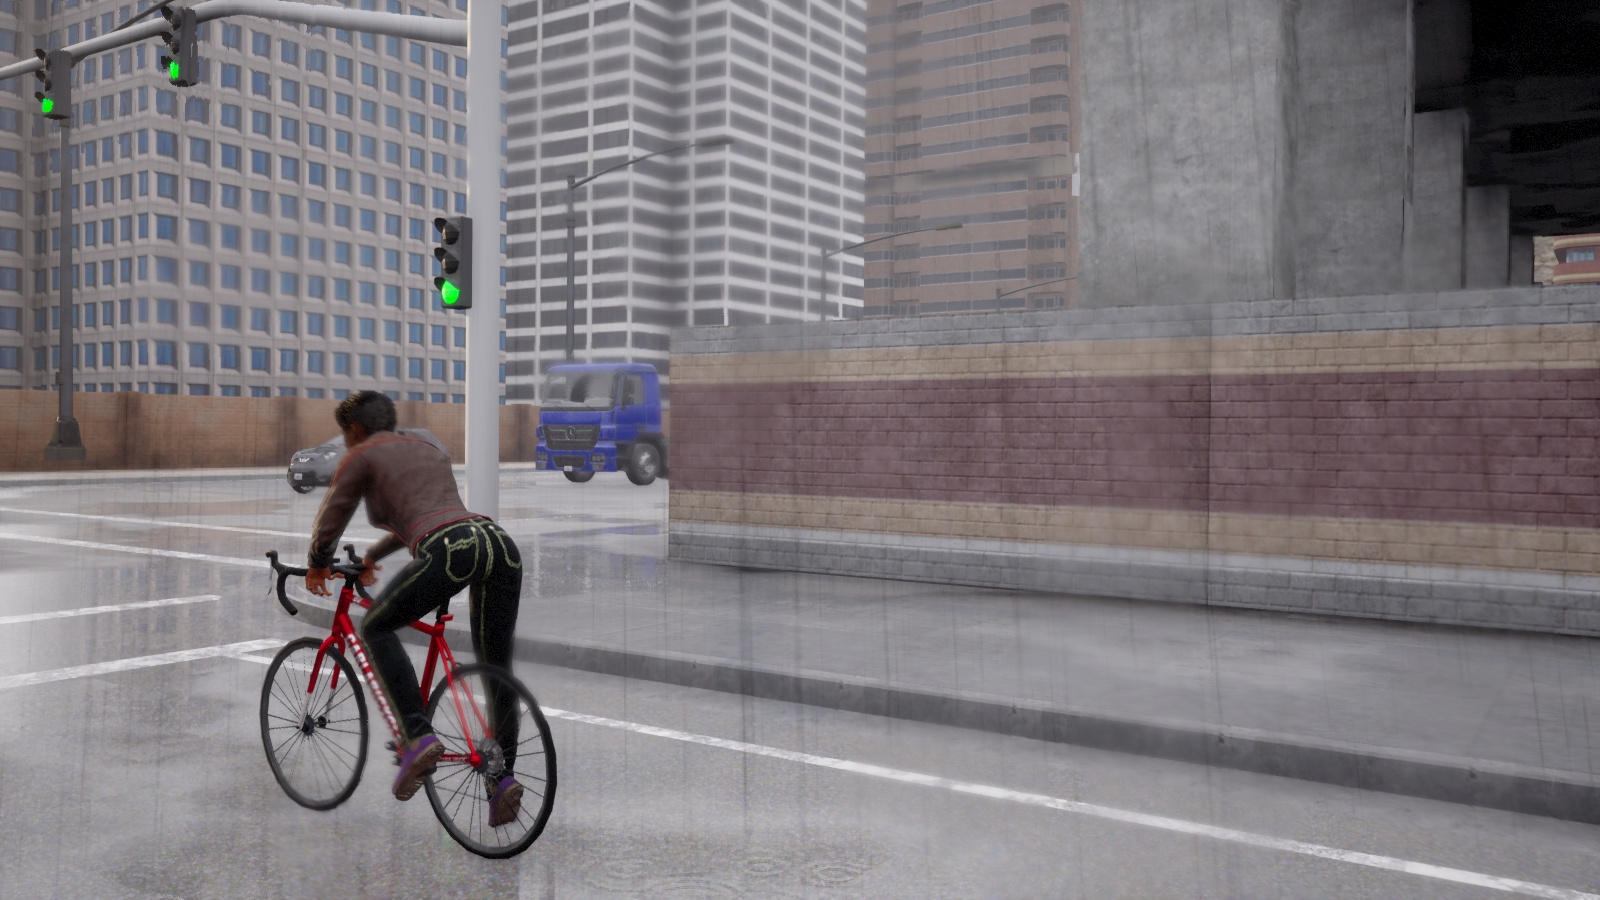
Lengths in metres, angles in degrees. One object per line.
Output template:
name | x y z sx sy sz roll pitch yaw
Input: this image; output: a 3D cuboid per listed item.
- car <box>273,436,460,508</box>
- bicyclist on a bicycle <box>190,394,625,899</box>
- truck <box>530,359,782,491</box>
car | -9.798 0.444 28.592 1.845 1.501 3.633 0 1 34
bicyclist on a bicycle | -1.472 0.635 4.599 1.656 1.620 0.582 0 1 34
truck | -4.016 -0.721 37.134 2.891 3.462 7.936 0 1 34
